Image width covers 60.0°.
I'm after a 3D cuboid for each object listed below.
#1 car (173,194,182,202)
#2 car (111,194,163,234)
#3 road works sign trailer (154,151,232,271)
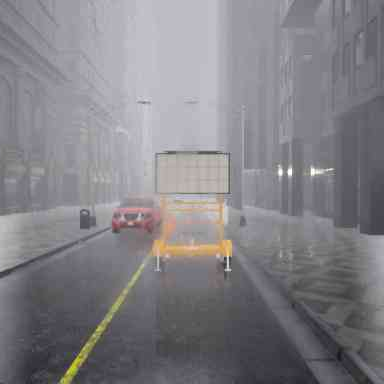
[{"bbox_3d":[-2.930,1.607,69.044,2.033,1.411,5.357,0,0,0],"label":"car"},{"bbox_3d":[-3.083,1.232,19.446,2.150,2.045,5.566,0,0,0],"label":"car"},{"bbox_3d":[0.024,0.467,10.883,2.380,3.560,2.880,0,0,0],"label":"road works sign trailer"}]
